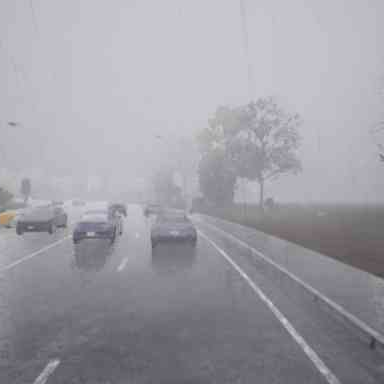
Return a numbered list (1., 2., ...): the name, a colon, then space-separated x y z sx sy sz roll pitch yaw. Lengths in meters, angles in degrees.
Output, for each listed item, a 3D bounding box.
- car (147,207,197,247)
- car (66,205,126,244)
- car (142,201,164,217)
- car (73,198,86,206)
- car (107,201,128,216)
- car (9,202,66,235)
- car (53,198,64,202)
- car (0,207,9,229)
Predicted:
1. car: -0.904 1.625 15.516 1.994 1.385 4.181 0 0 -6
2. car: -4.480 1.596 16.201 1.812 1.442 4.674 0 0 -6
3. car: -3.813 1.624 32.887 2.128 1.511 4.902 0 0 -13
4. car: -20.053 1.770 59.176 1.812 1.442 4.674 0 0 -23
5. car: -7.603 1.645 33.759 1.837 1.490 4.892 0 0 -13
6. car: -8.656 1.568 19.586 1.882 1.535 5.008 0 0 -8
7. car: -23.456 1.789 58.304 2.033 1.411 5.357 0 0 -24
8. car: -12.198 1.575 19.620 1.882 1.535 5.008 0 0 -9
